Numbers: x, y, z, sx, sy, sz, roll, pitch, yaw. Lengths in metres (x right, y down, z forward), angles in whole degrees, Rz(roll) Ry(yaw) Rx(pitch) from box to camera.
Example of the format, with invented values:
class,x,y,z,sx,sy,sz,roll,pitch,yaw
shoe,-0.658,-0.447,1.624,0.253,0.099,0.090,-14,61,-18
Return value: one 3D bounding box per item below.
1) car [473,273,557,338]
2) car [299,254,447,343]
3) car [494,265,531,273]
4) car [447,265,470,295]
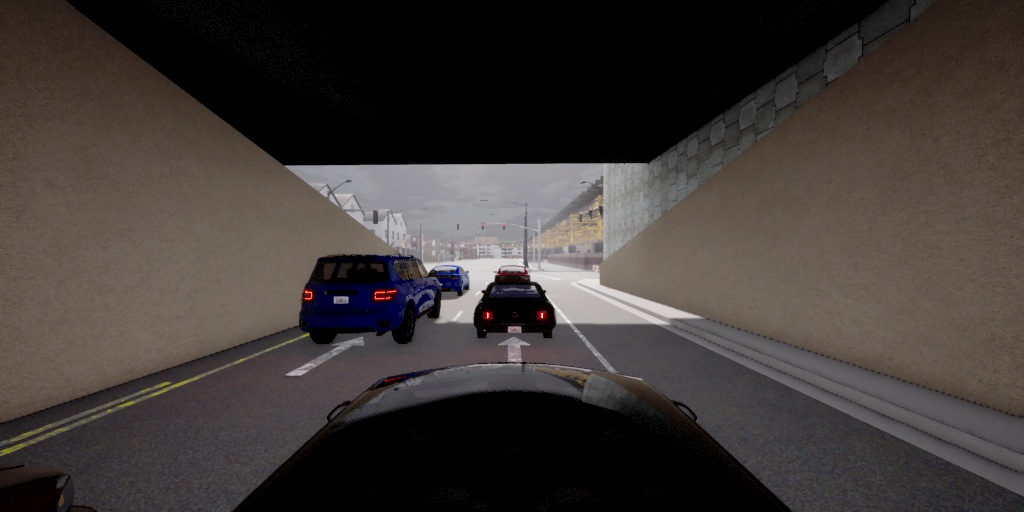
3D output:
class,x,y,z,sx,sy,sz,roll,pitch,yaw
car,0.058,1.351,10.200,1.895,1.301,4.718,0,0,0
car,-3.437,0.971,9.851,2.150,2.045,5.566,0,0,0
car,0.016,1.228,19.537,1.882,1.535,5.008,0,0,0
car,-3.485,1.228,19.788,1.882,1.535,5.008,0,0,0
